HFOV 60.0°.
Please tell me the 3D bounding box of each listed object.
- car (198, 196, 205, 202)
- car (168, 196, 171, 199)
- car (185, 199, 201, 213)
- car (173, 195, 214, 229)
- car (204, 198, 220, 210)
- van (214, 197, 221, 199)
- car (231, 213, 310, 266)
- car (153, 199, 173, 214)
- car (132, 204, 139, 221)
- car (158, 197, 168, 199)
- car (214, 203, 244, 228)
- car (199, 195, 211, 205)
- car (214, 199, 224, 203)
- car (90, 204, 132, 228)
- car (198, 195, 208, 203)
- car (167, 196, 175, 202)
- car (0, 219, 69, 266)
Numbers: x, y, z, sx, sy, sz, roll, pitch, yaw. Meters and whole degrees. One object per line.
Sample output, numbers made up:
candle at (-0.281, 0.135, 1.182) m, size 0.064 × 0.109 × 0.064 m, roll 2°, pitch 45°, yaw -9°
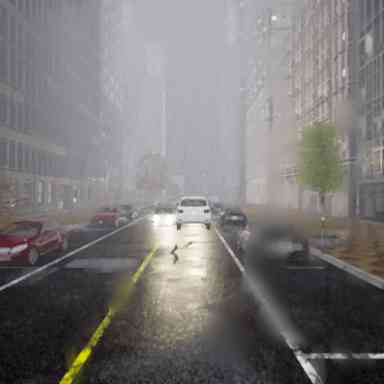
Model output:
car at (2.684, 1.851, 91.490) m, size 1.752 × 1.417 × 4.829 m, roll 0°, pitch 0°, yaw 0°
car at (-5.694, 1.793, 62.870) m, size 2.008 × 1.369 × 4.403 m, roll 0°, pitch 0°, yaw 0°
car at (0.101, 1.695, 41.290) m, size 1.812 × 1.442 × 4.674 m, roll 0°, pitch 0°, yaw 0°
car at (0.096, 1.321, 22.553) m, size 2.150 × 2.045 × 5.566 m, roll 0°, pitch 0°, yaw 0°
car at (2.688, 1.626, 45.783) m, size 1.967 × 1.590 × 4.097 m, roll 0°, pitch 0°, yaw 0°
van at (2.689, 1.506, 40.093) m, size 1.690 × 1.788 × 3.998 m, roll 0°, pitch 0°, yaw 0°
car at (2.690, 1.617, 11.630) m, size 1.947 × 1.339 × 4.313 m, roll 0°, pitch 0°, yaw 0°
car at (-3.101, 1.754, 36.911) m, size 1.895 × 1.301 × 4.718 m, roll 0°, pitch 0°, yaw 0°
car at (-5.692, 1.688, 28.714) m, size 1.947 × 1.339 × 4.313 m, roll 0°, pitch 0°, yaw 0°
car at (-5.694, 1.749, 57.007) m, size 1.752 × 1.417 × 4.829 m, roll 0°, pitch 0°, yaw 0°
car at (2.690, 1.665, 23.014) m, size 1.947 × 1.339 × 4.313 m, roll 0°, pitch 0°, yaw 0°
car at (2.687, 1.575, 68.552) m, size 2.192 × 1.841 × 5.009 m, roll 0°, pitch 0°, yaw 0°
car at (2.689, 1.710, 34.398) m, size 1.947 × 1.339 × 4.313 m, roll 0°, pitch 0°, yaw 0°
car at (-5.691, 1.644, 23.021) m, size 1.887 × 1.381 × 4.507 m, roll 0°, pitch 0°, yaw 0°
car at (2.687, 1.609, 79.937) m, size 2.192 × 1.841 × 5.009 m, roll 0°, pitch 0°, yaw 0°
car at (-5.696, 1.891, 91.332) m, size 1.947 × 1.339 × 4.313 m, roll 0°, pitch 0°, yaw 0°
car at (-5.690, 1.633, 11.637) m, size 1.802 × 1.307 × 4.206 m, roll 0°, pitch 0°, yaw 0°
